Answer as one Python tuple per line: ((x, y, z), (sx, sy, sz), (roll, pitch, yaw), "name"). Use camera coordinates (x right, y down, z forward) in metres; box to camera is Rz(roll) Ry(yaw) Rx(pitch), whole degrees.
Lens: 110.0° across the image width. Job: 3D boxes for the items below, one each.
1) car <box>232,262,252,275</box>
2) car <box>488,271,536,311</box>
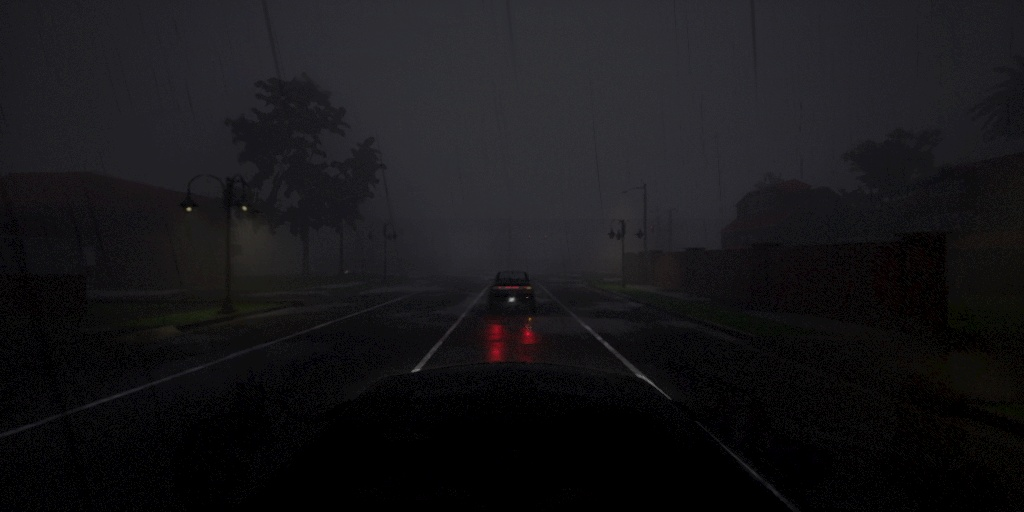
((-38.085, 1.772, 48.794), (4.674, 1.442, 1.812), (0, -1, 2), "car")
((0.015, 1.387, 15.342), (2.128, 1.511, 4.902), (0, 0, 0), "car")
